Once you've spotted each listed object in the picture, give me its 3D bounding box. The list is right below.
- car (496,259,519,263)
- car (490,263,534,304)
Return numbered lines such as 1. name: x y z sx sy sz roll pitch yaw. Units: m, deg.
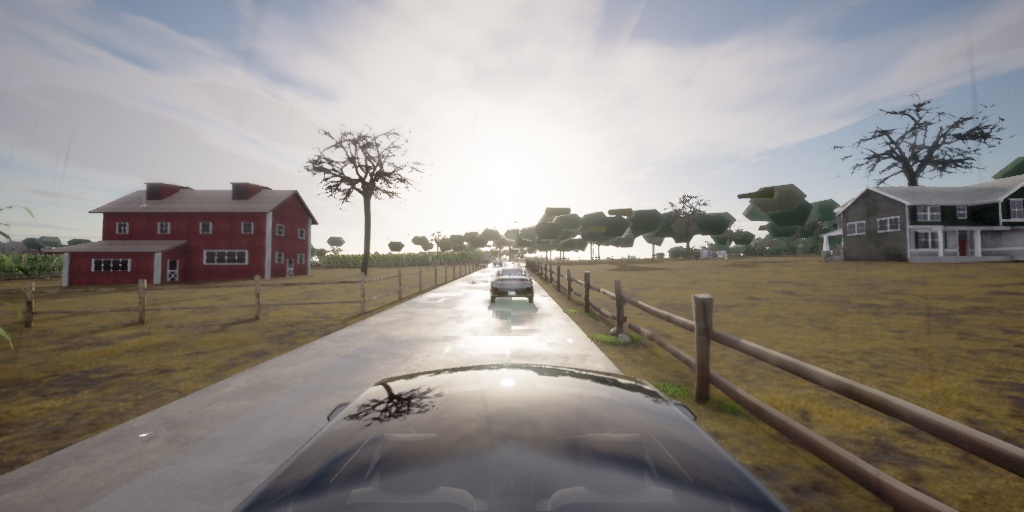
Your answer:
1. car: 0.000 1.268 31.523 2.128 1.511 4.902 0 0 0
2. car: 0.000 1.255 16.512 2.128 1.511 4.902 0 0 0
